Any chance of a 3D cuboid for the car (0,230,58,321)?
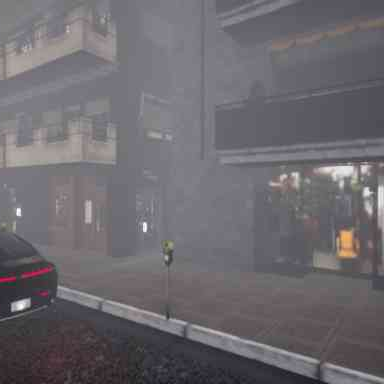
[{"bbox_3d":[-4.610,1.494,6.543,4.892,1.490,1.837,0,0,35],"label":"car"}]
